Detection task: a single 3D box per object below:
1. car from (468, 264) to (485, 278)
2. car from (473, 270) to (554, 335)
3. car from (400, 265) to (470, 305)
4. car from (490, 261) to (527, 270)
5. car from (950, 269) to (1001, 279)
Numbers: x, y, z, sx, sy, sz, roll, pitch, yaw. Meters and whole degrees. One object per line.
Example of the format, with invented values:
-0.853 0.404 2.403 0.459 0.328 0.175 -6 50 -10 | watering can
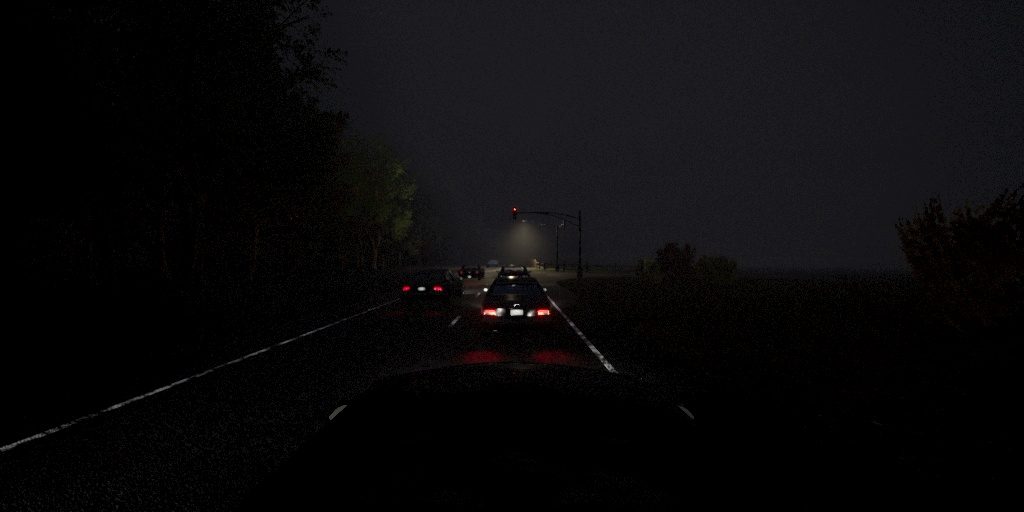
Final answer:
-3.402 1.357 30.928 1.895 1.301 4.718 0 0 0 | car
0.101 1.300 10.470 2.033 1.411 5.357 0 0 0 | car
-3.395 1.301 16.129 2.033 1.411 5.357 0 0 1 | car
0.103 1.246 20.219 2.128 1.511 4.902 0 0 0 | car
50.203 1.896 38.862 4.718 1.301 1.895 1 -1 0 | car
